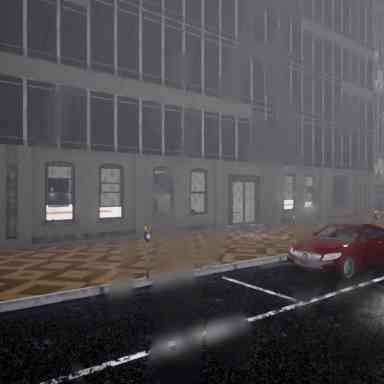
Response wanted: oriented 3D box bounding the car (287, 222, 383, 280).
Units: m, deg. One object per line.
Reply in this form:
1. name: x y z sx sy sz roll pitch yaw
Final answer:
1. car: 4.639 1.582 9.892 4.206 1.307 1.802 0 0 -36
